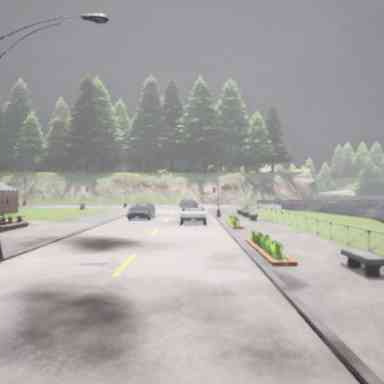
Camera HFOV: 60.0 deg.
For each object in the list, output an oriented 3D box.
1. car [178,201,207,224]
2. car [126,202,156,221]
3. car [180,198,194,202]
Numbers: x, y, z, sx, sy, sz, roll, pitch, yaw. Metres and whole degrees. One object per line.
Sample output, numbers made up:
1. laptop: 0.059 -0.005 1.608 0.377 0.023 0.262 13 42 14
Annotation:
1. car: 0.091 1.591 24.708 1.895 1.301 4.718 0 0 0
2. car: -4.073 1.537 27.598 2.033 1.411 5.357 0 0 0
3. car: -0.634 1.547 45.727 1.994 1.385 4.181 0 0 -13
